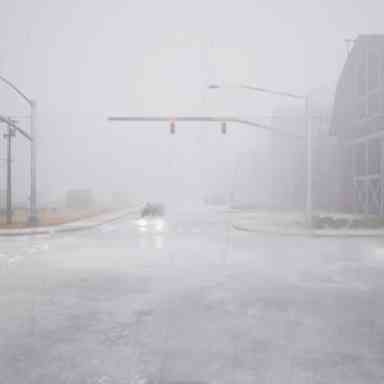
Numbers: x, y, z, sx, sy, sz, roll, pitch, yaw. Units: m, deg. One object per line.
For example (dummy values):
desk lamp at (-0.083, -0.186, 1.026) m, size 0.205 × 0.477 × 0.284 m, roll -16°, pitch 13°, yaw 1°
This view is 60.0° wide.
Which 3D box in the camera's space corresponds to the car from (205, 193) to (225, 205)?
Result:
car at (4.076, 1.245, 60.158) m, size 1.905 × 1.878 × 3.866 m, roll -8°, pitch 3°, yaw -42°

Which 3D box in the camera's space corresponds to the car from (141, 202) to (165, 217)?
car at (-3.626, 1.651, 31.562) m, size 1.895 × 1.301 × 4.718 m, roll 0°, pitch 0°, yaw 0°
